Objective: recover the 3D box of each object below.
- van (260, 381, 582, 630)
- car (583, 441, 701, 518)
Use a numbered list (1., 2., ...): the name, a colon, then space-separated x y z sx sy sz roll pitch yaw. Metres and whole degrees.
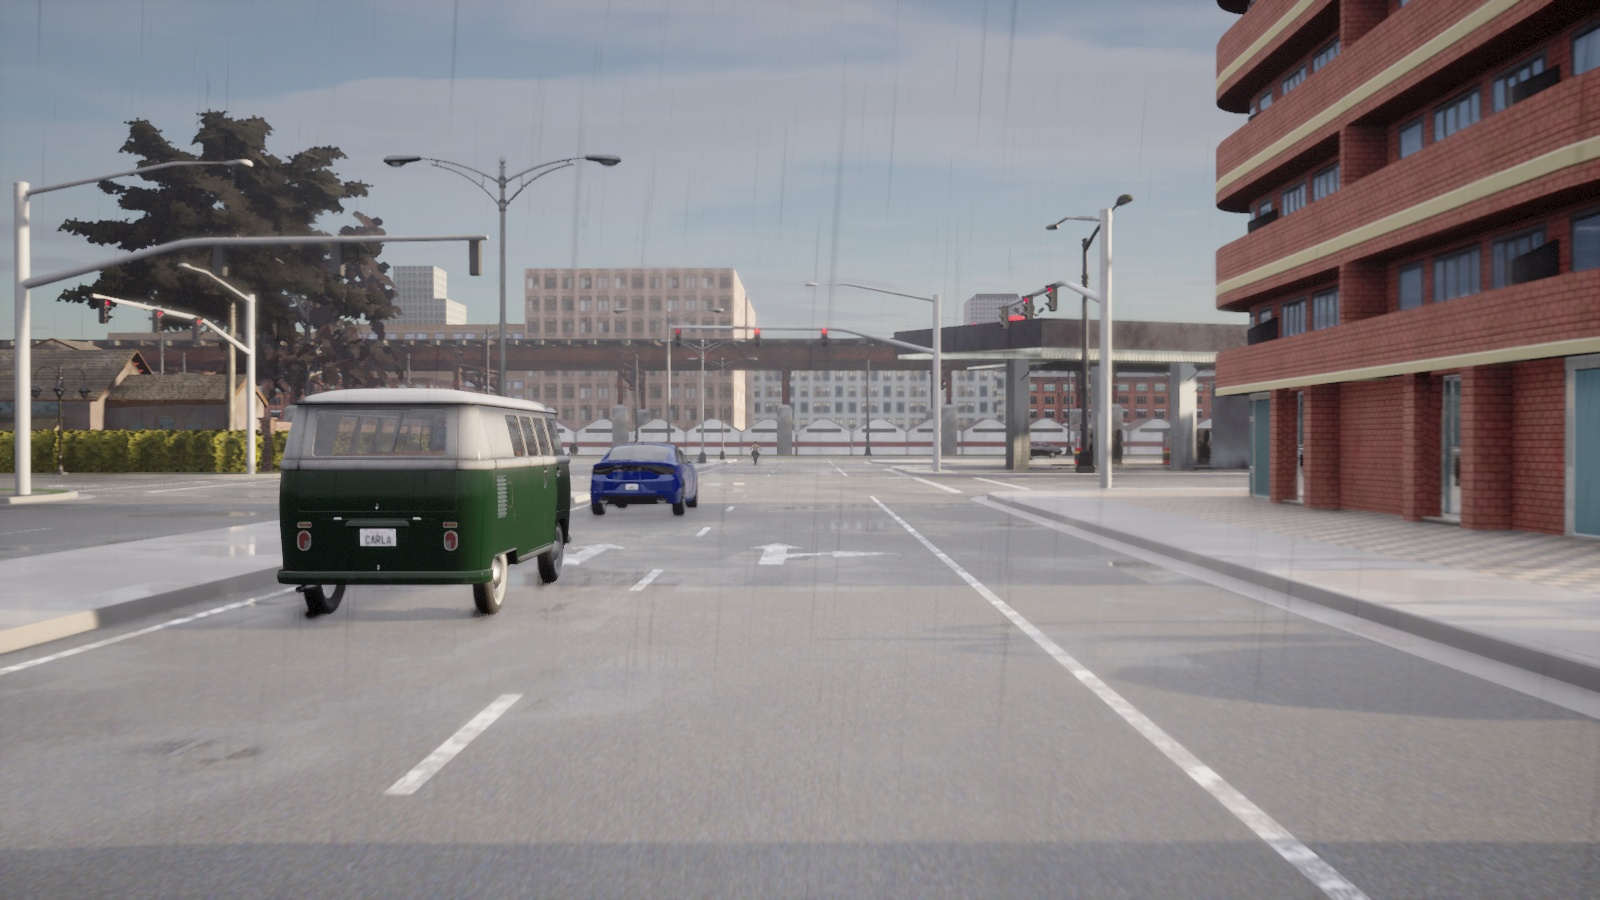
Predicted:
1. van: -3.415 0.427 12.245 1.775 1.987 4.442 0 0 0
2. car: -3.328 0.567 27.375 1.882 1.535 5.008 0 0 0
